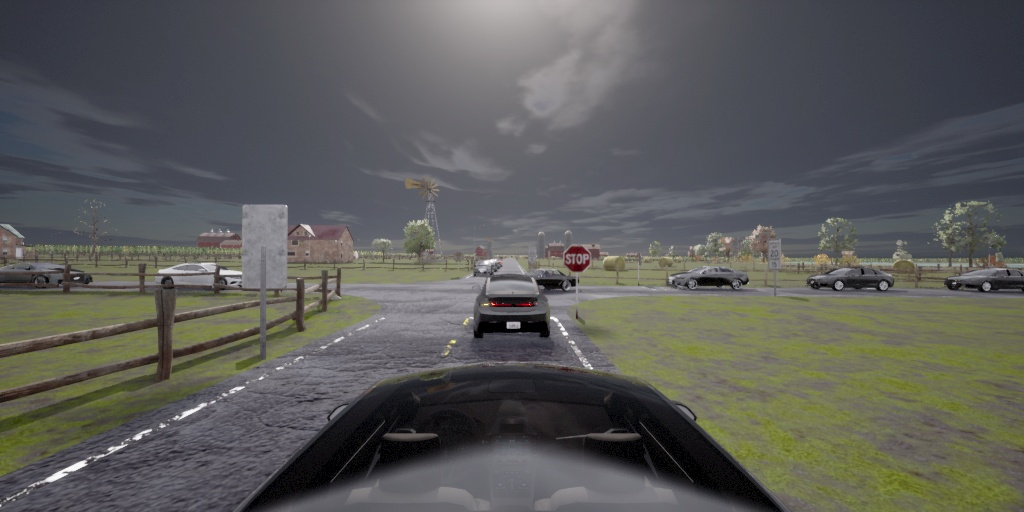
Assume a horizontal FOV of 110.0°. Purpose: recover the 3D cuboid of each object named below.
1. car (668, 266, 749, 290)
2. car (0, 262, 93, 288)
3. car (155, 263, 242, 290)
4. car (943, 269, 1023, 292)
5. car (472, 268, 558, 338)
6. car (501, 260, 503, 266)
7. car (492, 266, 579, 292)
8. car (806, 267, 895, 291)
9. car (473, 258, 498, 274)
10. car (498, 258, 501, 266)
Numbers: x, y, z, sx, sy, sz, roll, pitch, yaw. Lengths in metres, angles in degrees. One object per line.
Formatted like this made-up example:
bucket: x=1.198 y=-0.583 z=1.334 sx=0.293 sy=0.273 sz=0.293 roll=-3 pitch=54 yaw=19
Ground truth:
car: x=12.800 y=1.397 z=23.478 sx=4.902 sy=1.511 sz=2.128 roll=1 pitch=-1 yaw=-2
car: x=-26.362 y=1.048 z=20.041 sx=4.181 sy=1.385 sz=1.994 roll=1 pitch=-1 yaw=-1
car: x=-17.242 y=1.103 z=20.162 sx=4.674 sy=1.442 sz=1.812 roll=1 pitch=-1 yaw=-1
car: x=31.704 y=1.587 z=23.768 sx=4.892 sy=1.490 sz=1.837 roll=1 pitch=-1 yaw=-1
car: x=-0.073 y=1.256 z=10.204 sx=1.837 sy=1.490 sz=4.892 roll=0 pitch=0 yaw=-3
car: x=-2.817 y=1.240 z=55.879 sx=2.128 sy=1.511 sz=4.902 roll=0 pitch=0 yaw=0
car: x=1.501 y=1.369 z=20.250 sx=4.718 sy=1.301 sz=1.895 roll=1 pitch=0 yaw=-35
car: x=22.201 y=1.499 z=23.648 sx=4.892 sy=1.490 sz=1.837 roll=1 pitch=-1 yaw=-1
car: x=-2.856 y=1.243 z=36.891 sx=2.128 sy=1.511 sz=4.902 roll=0 pitch=0 yaw=0
car: x=-2.849 y=1.241 z=46.337 sx=2.128 sy=1.511 sz=4.902 roll=0 pitch=0 yaw=0
